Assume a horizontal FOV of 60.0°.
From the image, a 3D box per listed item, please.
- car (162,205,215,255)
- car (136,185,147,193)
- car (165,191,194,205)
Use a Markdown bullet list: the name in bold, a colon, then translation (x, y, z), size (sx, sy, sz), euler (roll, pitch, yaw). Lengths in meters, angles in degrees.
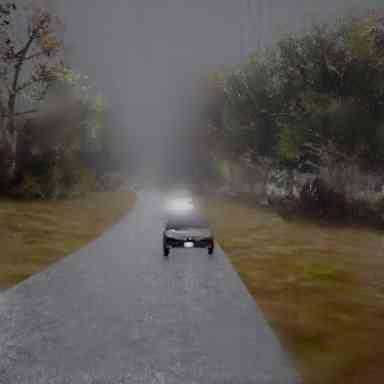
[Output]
- **car**: translation (-0.169, 1.508, 13.491), size (2.128, 1.511, 4.902), euler (0, 1, -2)
- **car**: translation (-9.903, -0.598, 64.778), size (1.994, 1.385, 4.181), euler (2, 2, -13)
- **car**: translation (-1.018, 0.949, 27.550), size (2.150, 2.045, 5.566), euler (1, 2, -5)
